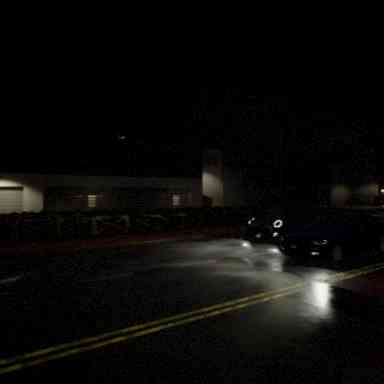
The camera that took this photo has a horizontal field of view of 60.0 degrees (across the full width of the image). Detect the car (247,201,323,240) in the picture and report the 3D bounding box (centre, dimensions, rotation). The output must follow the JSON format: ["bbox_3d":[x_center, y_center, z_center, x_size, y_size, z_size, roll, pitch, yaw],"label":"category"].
[{"bbox_3d":[4.752,1.349,15.937,4.553,1.767,2.097,0,0,-35],"label":"car"}]

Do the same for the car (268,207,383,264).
[{"bbox_3d":[5.277,1.476,12.025,5.008,1.535,1.882,0,0,-35],"label":"car"}]
